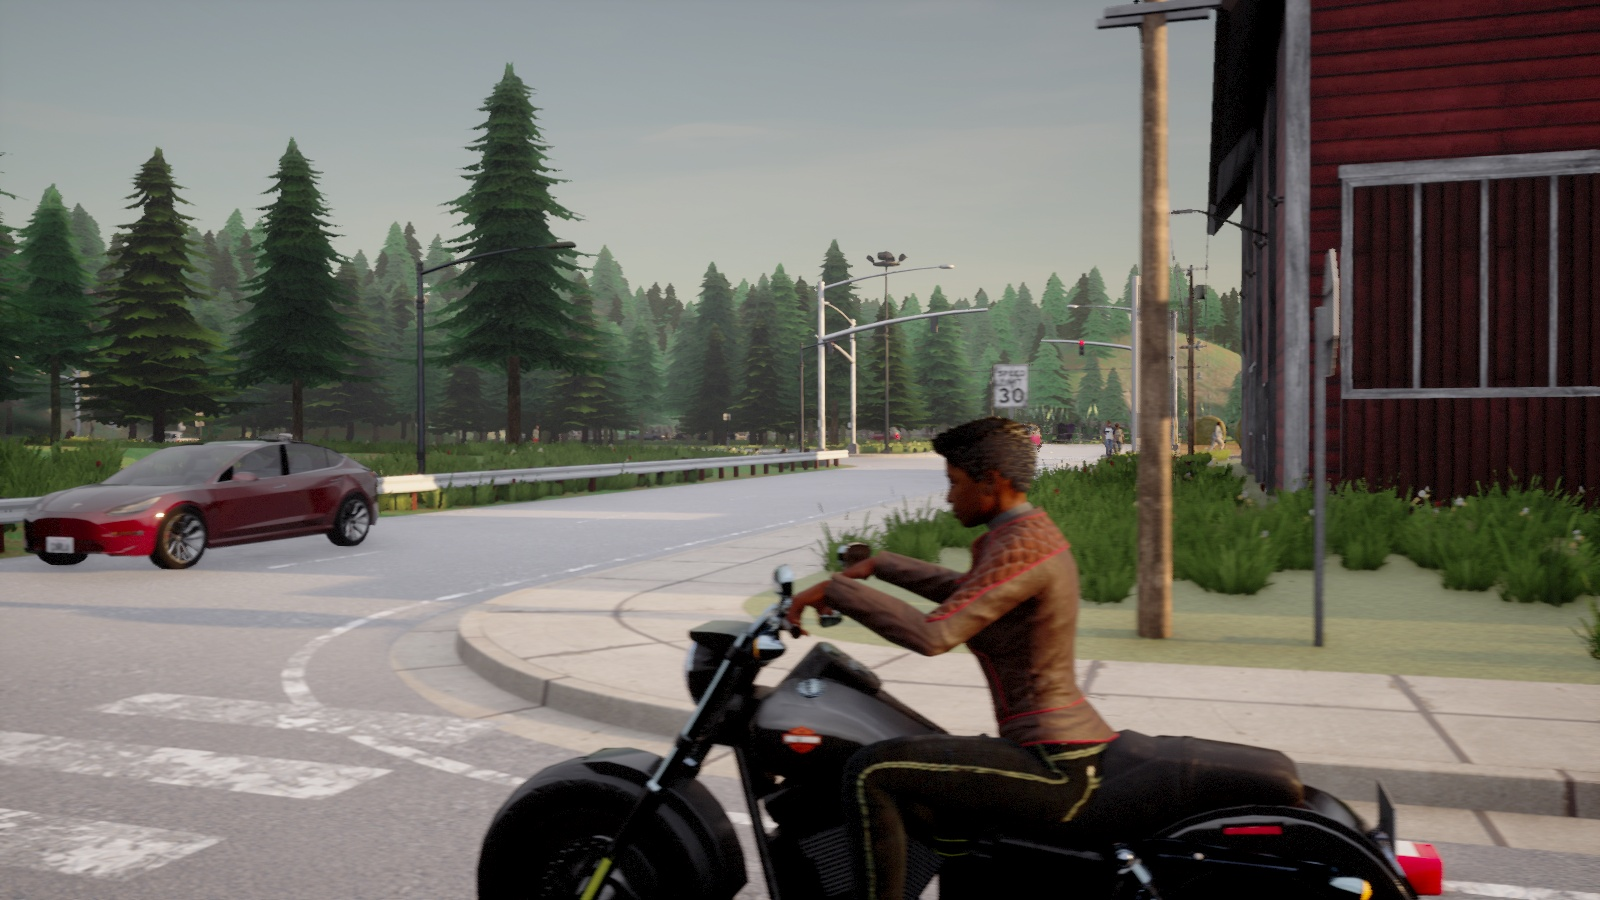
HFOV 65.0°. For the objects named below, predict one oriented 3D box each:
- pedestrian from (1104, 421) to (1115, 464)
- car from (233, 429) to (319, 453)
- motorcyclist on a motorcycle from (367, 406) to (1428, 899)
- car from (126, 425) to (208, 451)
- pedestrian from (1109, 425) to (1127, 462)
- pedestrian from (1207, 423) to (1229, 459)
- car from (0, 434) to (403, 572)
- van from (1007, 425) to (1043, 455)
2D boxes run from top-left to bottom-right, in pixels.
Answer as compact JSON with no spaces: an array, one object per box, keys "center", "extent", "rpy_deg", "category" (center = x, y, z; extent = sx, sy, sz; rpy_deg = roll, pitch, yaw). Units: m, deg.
[{"center":[13.458,-0.337,54.601],"extent":[0.354,1.836,0.706],"rpy_deg":[1,1,25],"category":"pedestrian"},{"center":[-33.205,-0.582,79.568],"extent":[4.792,1.488,2.163],"rpy_deg":[1,1,19],"category":"car"},{"center":[0.177,0.729,3.101],"extent":[2.350,1.649,0.766],"rpy_deg":[0,1,17],"category":"motorcyclist on a motorcycle"},{"center":[-41.606,-0.816,82.517],"extent":[4.611,1.667,2.242],"rpy_deg":[1,1,19],"category":"car"},{"center":[16.125,-0.340,63.719],"extent":[0.874,1.855,0.900],"rpy_deg":[0,1,14],"category":"pedestrian"},{"center":[21.854,-0.489,65.690],"extent":[0.900,1.855,0.874],"rpy_deg":[0,1,4],"category":"pedestrian"},{"center":[-7.517,0.542,16.222],"extent":[2.163,1.488,4.792],"rpy_deg":[1,1,18],"category":"car"},{"center":[15.401,-0.712,85.831],"extent":[1.775,1.987,4.442],"rpy_deg":[1,1,18],"category":"van"}]
